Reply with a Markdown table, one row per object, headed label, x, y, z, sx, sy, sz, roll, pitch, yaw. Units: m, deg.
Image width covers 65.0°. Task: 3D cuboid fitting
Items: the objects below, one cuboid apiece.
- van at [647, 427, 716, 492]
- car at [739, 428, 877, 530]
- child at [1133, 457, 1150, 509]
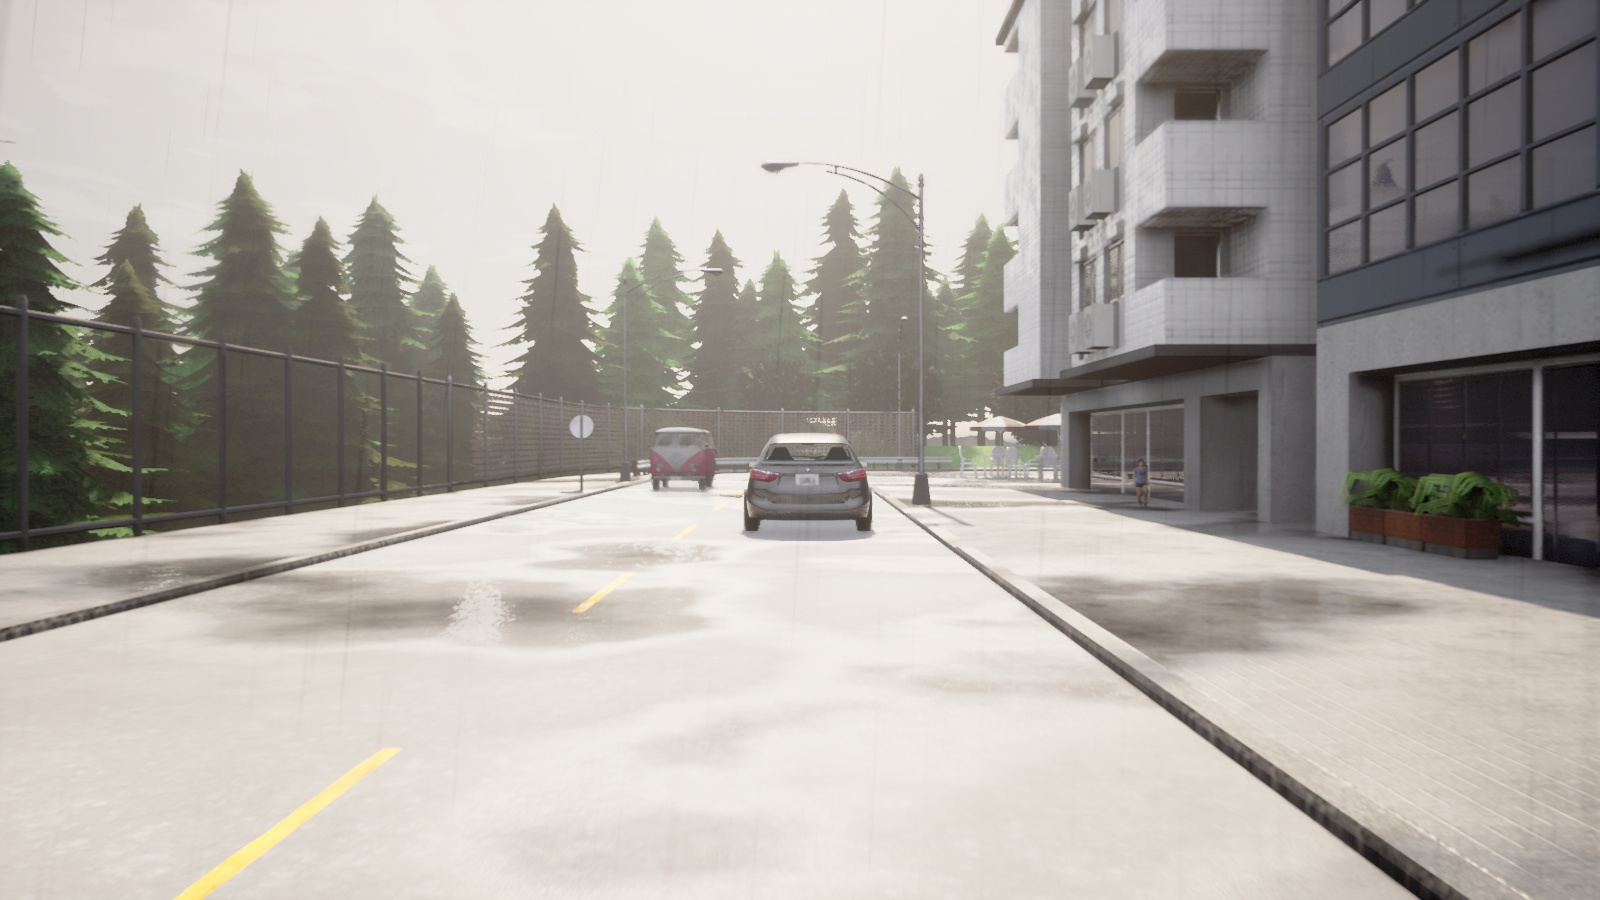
| label | x | y | z | sx | sy | sz | roll | pitch | yaw |
| --- | --- | --- | --- | --- | --- | --- | --- | --- | --- |
| van | -3.754 | 0.269 | 40.329 | 1.775 | 1.987 | 4.442 | 0 | 0 | 0 |
| car | 0.146 | 0.462 | 22.795 | 2.242 | 1.667 | 4.611 | 0 | 0 | 0 |
| child | 7.420 | 0.708 | 27.291 | 0.255 | 1.110 | 0.394 | 0 | 0 | 0 |
